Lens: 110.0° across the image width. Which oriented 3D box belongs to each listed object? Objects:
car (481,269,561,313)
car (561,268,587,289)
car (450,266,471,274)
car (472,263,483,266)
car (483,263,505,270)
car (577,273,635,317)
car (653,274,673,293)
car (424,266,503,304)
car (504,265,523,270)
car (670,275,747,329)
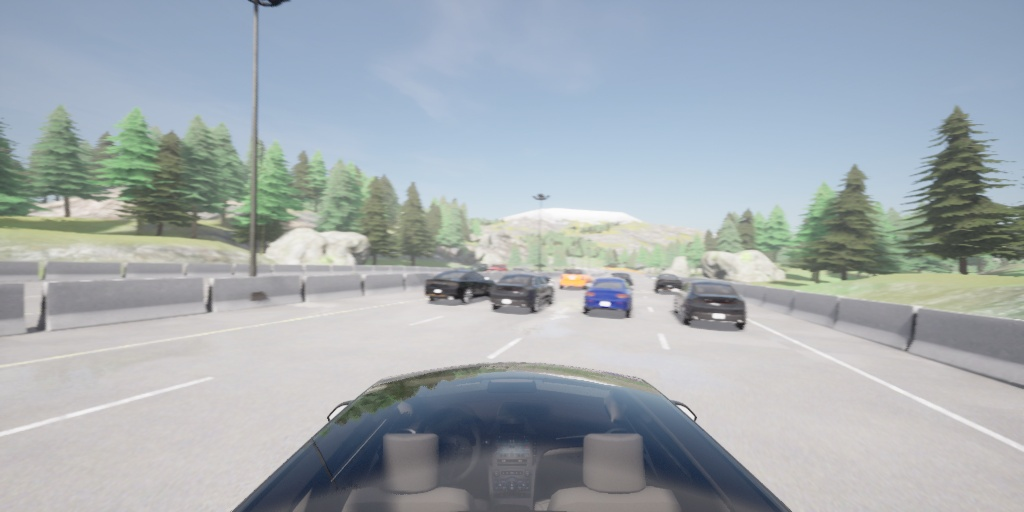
[{"bbox_3d":[0.601,1.509,15.676,1.837,1.490,4.892,1,-1,19],"label":"car"},{"bbox_3d":[5.355,1.825,29.746,2.097,1.767,4.553,1,-2,19],"label":"car"},{"bbox_3d":[-9.108,2.547,63.737,1.994,1.385,4.181,1,-2,19],"label":"car"},{"bbox_3d":[-5.795,2.289,62.602,2.150,2.045,5.566,1,-2,19],"label":"car"},{"bbox_3d":[-2.473,2.376,61.532,2.150,2.045,5.566,1,-2,19],"label":"car"},{"bbox_3d":[4.143,1.633,15.213,1.812,1.442,4.674,1,-1,19],"label":"car"},{"bbox_3d":[12.440,2.171,28.830,1.882,1.535,5.008,1,-1,19],"label":"car"},{"bbox_3d":[-2.376,1.425,17.765,1.882,1.535,5.008,1,-1,19],"label":"car"},{"bbox_3d":[0.859,2.750,60.518,1.837,1.490,4.892,1,-2,19],"label":"car"},{"bbox_3d":[7.230,1.679,13.435,1.837,1.490,4.892,1,-1,19],"label":"car"}]
